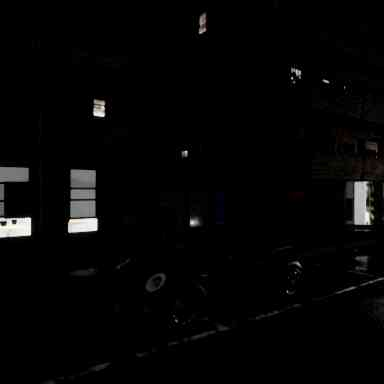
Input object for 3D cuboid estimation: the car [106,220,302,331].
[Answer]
[{"bbox_3d":[0.356,1.440,6.814,4.097,1.590,1.967,0,0,-35],"label":"car"}]
